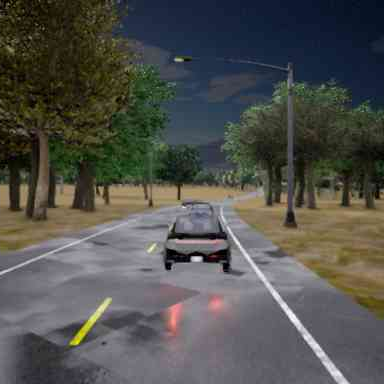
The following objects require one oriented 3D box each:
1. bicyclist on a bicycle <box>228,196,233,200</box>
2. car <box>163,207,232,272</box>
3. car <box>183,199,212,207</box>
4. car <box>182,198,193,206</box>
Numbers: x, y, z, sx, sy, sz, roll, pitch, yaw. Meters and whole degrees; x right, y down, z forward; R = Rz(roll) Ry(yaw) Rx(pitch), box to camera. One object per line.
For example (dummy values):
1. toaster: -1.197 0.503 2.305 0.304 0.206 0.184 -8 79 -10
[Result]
1. bicyclist on a bicycle: 9.984 1.591 89.602 0.659 1.776 1.843 0 0 12
2. car: 0.192 1.448 10.671 2.128 1.511 4.902 0 0 2
3. car: 0.766 1.506 25.373 2.033 1.411 5.357 0 0 4
4. car: -0.431 1.580 53.162 1.994 1.385 4.181 0 0 7
